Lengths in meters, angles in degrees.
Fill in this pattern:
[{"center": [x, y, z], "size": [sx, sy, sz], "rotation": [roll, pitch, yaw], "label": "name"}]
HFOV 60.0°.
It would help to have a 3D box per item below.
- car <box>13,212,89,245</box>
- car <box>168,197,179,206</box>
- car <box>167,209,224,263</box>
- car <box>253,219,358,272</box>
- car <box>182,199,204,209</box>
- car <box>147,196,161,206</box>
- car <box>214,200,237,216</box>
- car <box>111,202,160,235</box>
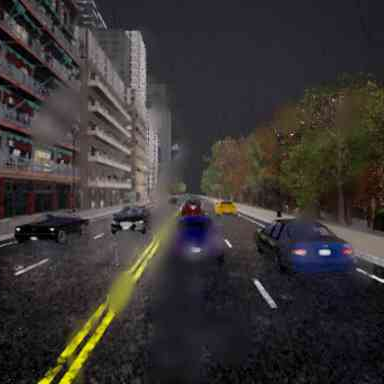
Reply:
[{"center": [-6.600, 1.656, 16.138], "size": [1.895, 1.301, 4.718], "rotation": [0, 0, 0], "label": "car"}, {"center": [-3.286, 1.728, 60.511], "size": [1.837, 1.490, 4.892], "rotation": [0, 0, 1], "label": "car"}, {"center": [0.108, 1.567, 12.092], "size": [1.812, 1.442, 4.674], "rotation": [0, 0, 0], "label": "car"}, {"center": [3.350, 1.585, 10.901], "size": [2.033, 1.411, 5.357], "rotation": [0, 0, 0], "label": "car"}, {"center": [0.101, 1.464, 31.961], "size": [2.097, 1.767, 4.553], "rotation": [0, 0, 0], "label": "car"}, {"center": [-6.551, 1.561, 58.027], "size": [2.097, 1.767, 4.553], "rotation": [0, 0, 0], "label": "car"}, {"center": [3.351, 1.596, 33.772], "size": [1.882, 1.535, 5.008], "rotation": [0, 0, 0], "label": "car"}, {"center": [-3.349, 1.558, 19.326], "size": [2.128, 1.511, 4.902], "rotation": [0, 0, 0], "label": "car"}]
